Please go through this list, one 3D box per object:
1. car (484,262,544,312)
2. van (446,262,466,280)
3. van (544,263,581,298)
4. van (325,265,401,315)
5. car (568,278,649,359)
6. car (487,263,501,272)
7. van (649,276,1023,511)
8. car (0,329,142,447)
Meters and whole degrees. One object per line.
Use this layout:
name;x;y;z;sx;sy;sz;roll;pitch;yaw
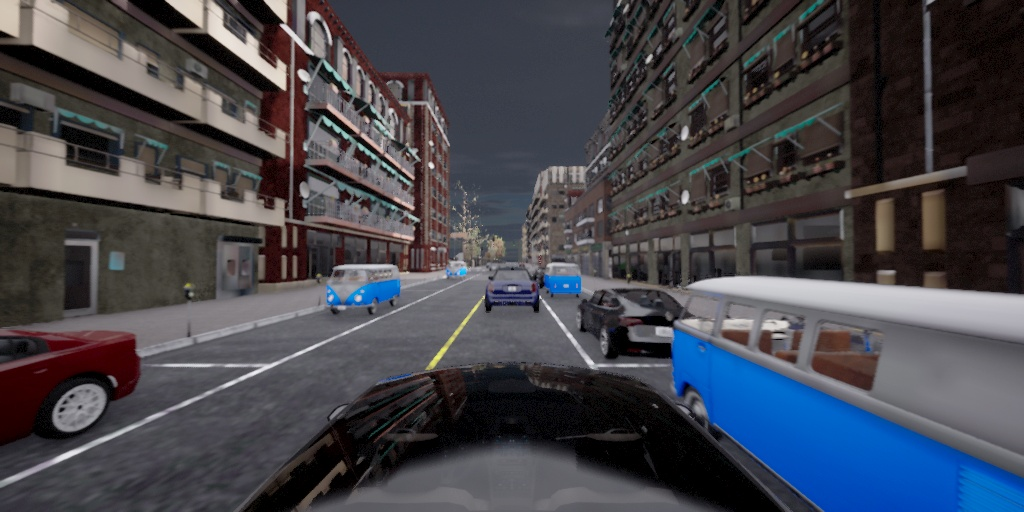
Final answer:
car;0.024;1.246;15.276;2.097;1.767;4.553;0;-1;0
van;-5.684;1.475;36.708;1.690;1.789;3.998;0;0;0
van;2.695;1.285;19.724;1.690;1.789;3.998;0;0;0
van;-5.686;1.223;14.062;1.690;1.789;3.998;0;0;0
car;2.693;1.387;8.399;1.948;1.339;4.313;0;0;0
car;-3.012;1.918;61.394;2.128;1.511;4.902;0;-1;0
van;2.693;1.102;2.739;1.690;1.789;3.998;0;0;0
car;-5.688;1.306;2.740;1.888;1.381;4.507;0;0;0
